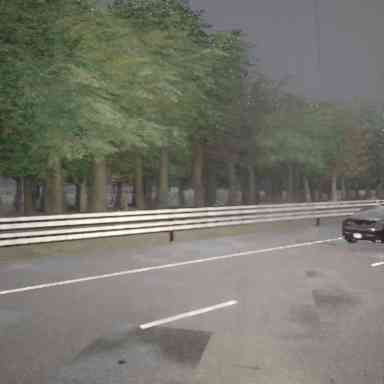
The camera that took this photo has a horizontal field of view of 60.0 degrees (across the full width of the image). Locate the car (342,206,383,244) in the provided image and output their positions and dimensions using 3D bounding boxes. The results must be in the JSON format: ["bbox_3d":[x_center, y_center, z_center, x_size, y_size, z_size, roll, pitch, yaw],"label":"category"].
[{"bbox_3d":[8.038,1.312,13.404,4.892,1.490,1.837,-1,1,-33],"label":"car"}]
